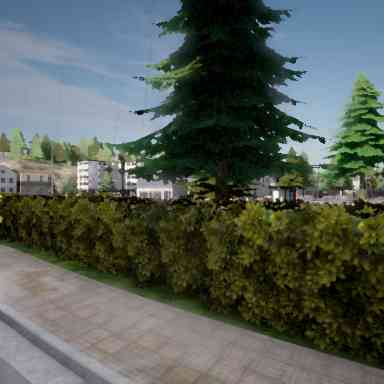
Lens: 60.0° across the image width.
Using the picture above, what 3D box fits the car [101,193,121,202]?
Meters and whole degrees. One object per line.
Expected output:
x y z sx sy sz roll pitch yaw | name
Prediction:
-17.566 1.077 72.159 3.866 1.878 1.905 0 0 -45 | car

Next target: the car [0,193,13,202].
-41.134 1.097 71.377 4.605 1.855 1.932 0 0 -45 | car

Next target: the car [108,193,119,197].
-15.238 1.097 70.372 4.605 1.855 1.932 0 0 -45 | car

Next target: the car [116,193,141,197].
-9.719 1.384 53.936 3.806 1.475 1.970 0 0 -45 | car

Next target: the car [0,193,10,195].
-23.156 1.330 40.980 5.027 1.636 2.152 0 0 -45 | car

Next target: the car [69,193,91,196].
-26.519 1.153 81.299 5.027 1.636 2.152 0 0 -45 | car

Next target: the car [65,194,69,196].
-31.240 1.232 85.657 3.806 1.475 1.970 0 0 -45 | car

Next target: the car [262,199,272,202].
9.874 1.478 44.379 5.008 1.535 1.882 0 0 -45 | car
